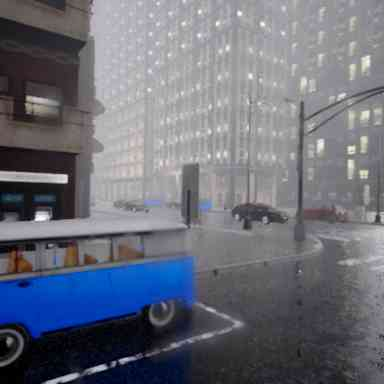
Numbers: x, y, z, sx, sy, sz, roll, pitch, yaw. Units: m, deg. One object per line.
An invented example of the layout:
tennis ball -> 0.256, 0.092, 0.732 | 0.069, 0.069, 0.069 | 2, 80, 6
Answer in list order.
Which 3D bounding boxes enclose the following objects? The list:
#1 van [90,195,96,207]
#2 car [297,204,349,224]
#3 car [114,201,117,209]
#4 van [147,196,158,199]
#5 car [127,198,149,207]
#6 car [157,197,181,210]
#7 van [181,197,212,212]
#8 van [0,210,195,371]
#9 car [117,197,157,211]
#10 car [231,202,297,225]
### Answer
van -> -15.824, 1.305, 50.093 | 1.690, 1.788, 3.998 | 2, -1, -35
car -> 10.501, 1.676, 27.164 | 1.967, 1.590, 4.097 | 2, -1, -35
car -> -8.742, 1.592, 44.530 | 2.033, 1.411, 5.357 | 2, -1, -35
van -> -5.722, 1.536, 50.283 | 1.690, 1.788, 3.998 | 2, -1, -35
car -> -8.973, 1.754, 54.902 | 1.947, 1.339, 4.313 | 2, -1, -35
car -> -2.482, 1.753, 45.656 | 2.008, 1.369, 4.403 | 2, -1, -35
van -> 0.768, 1.552, 41.035 | 1.690, 1.788, 3.998 | 2, -1, -35
van -> -1.848, 1.352, 5.383 | 3.998, 1.788, 1.690 | 1, 1, -35
car -> -6.094, 1.537, 36.220 | 2.008, 1.369, 4.403 | 2, -1, -35
car -> 5.014, 1.582, 24.901 | 1.837, 1.490, 4.892 | 2, 0, -35
